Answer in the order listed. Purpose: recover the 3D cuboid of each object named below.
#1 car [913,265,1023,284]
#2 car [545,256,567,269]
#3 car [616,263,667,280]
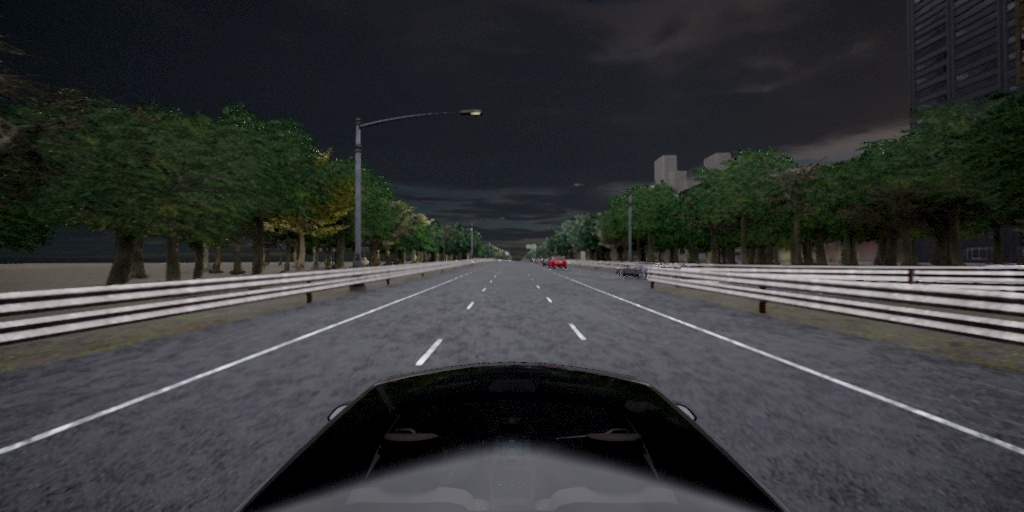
[{"bbox_3d":[20.059,1.101,14.886,1.812,1.442,4.674,0,-1,-30],"label":"car"},{"bbox_3d":[7.273,1.009,57.718,2.150,2.045,5.566,0,0,-4],"label":"car"},{"bbox_3d":[11.970,1.380,33.402,2.033,1.411,5.357,0,0,-20],"label":"car"}]
